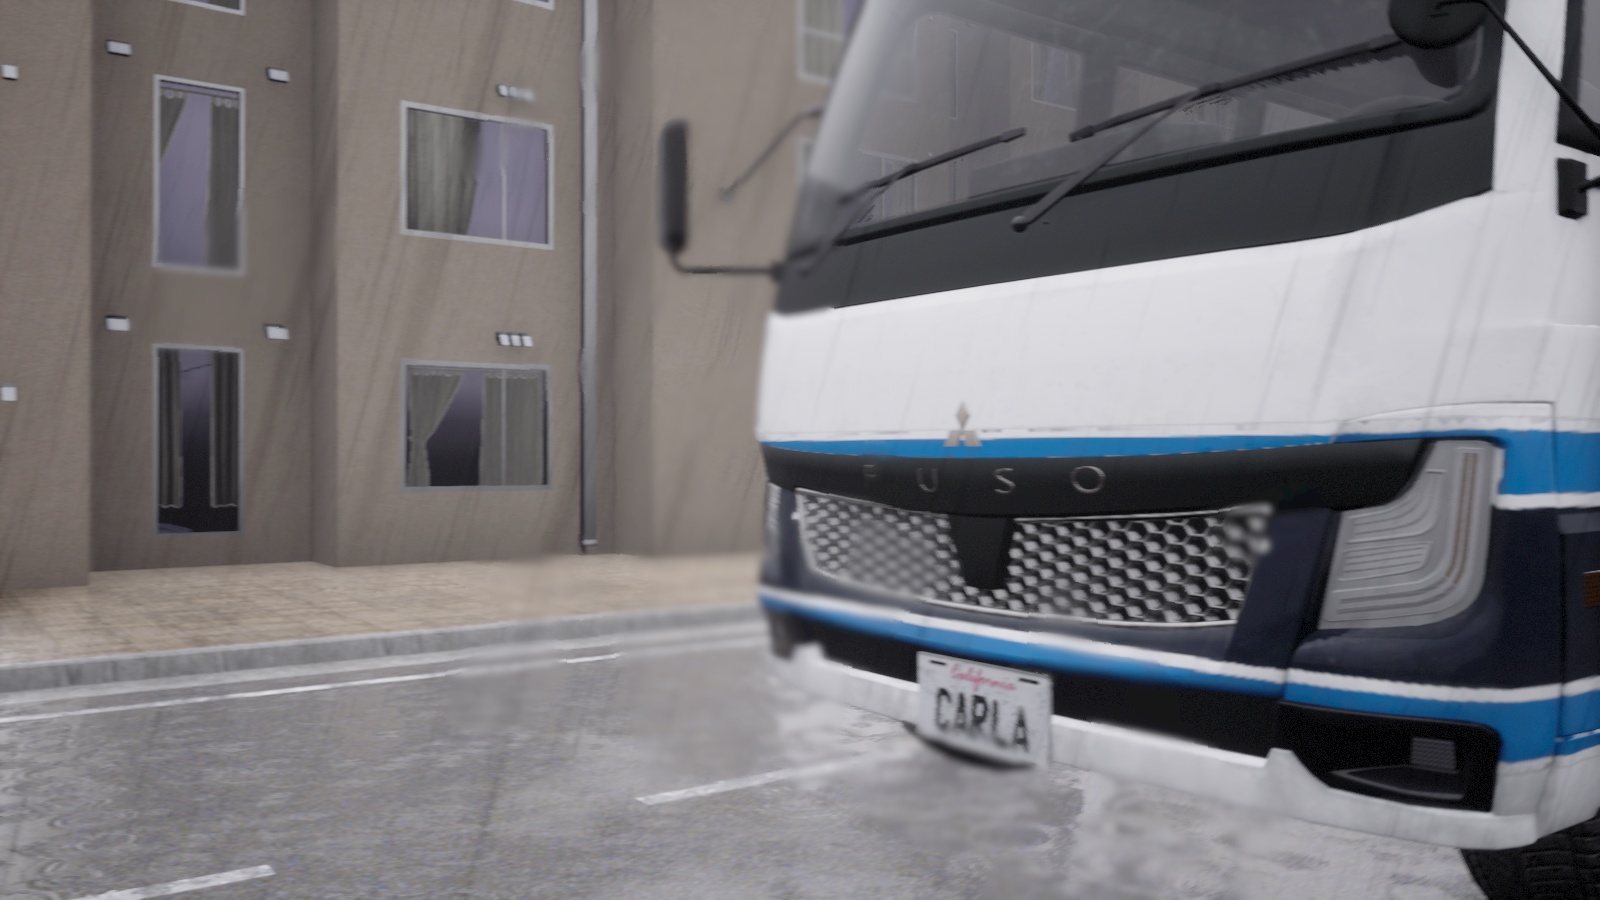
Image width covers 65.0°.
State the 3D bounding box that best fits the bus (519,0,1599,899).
[{"bbox_3d":[4.134,-0.623,6.707,10.273,4.253,3.944,0,0,-36],"label":"bus"}]
